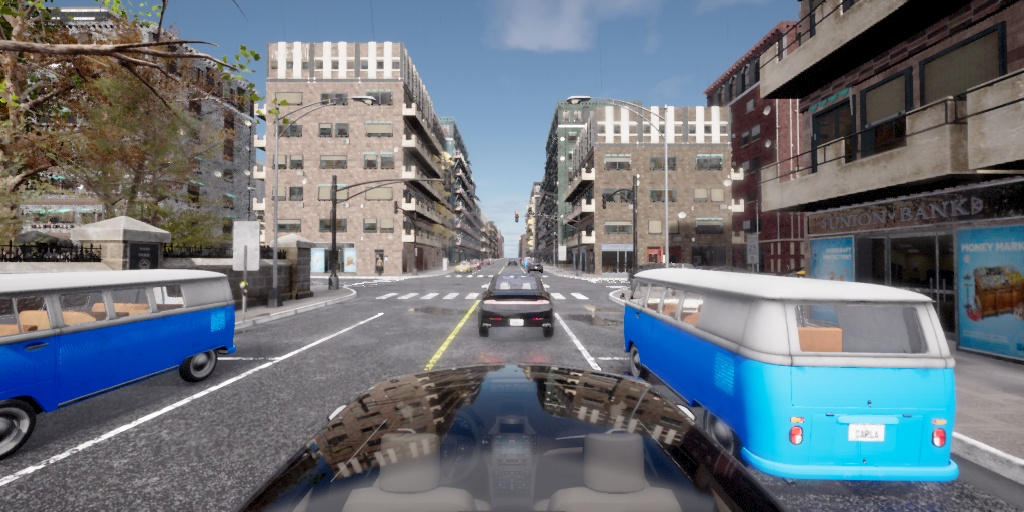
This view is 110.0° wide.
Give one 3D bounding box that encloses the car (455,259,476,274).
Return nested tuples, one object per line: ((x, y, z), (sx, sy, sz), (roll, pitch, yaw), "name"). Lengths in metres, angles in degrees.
((-5.659, 1.289, 42.331), (1.751, 1.417, 4.829), (0, 0, 0), "car")

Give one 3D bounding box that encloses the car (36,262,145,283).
((-29.765, 1.123, 25.423), (5.357, 1.411, 2.033), (0, -1, 1), "car")

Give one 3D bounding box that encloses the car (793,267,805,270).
((25.030, 1.414, 27.934), (5.008, 1.535, 1.882), (0, -1, 1), "car")

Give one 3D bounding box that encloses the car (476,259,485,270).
((-5.652, 1.208, 53.786), (1.967, 1.591, 4.097), (0, 0, 0), "car")

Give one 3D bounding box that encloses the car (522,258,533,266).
((2.725, 1.317, 48.138), (2.007, 1.370, 4.403), (0, 0, 0), "car")

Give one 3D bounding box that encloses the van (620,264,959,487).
((2.661, 1.092, 4.549), (1.690, 1.789, 3.998), (0, 0, 0), "van")

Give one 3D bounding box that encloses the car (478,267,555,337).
((0.106, 1.244, 10.280), (2.128, 1.511, 4.902), (0, 0, 0), "car")

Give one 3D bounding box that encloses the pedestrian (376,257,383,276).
((-12.515, 0.967, 33.948), (0.375, 1.860, 0.375), (0, -1, 1), "pedestrian")

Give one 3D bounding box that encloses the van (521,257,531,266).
((2.734, 1.112, 59.422), (1.690, 1.789, 3.998), (0, 0, 0), "van")

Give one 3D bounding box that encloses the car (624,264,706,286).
((10.534, 1.303, 24.910), (4.892, 1.490, 1.837), (0, -1, 1), "car")

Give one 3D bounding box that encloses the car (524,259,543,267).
((2.721, 1.330, 42.495), (1.948, 1.339, 4.313), (0, 0, 0), "car")

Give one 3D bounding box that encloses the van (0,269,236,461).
((-5.654, 1.091, 4.556), (1.690, 1.789, 3.998), (0, 0, 0), "van")

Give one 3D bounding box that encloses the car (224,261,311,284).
((-17.117, 1.148, 25.238), (4.892, 1.490, 1.837), (0, -1, 1), "car")
